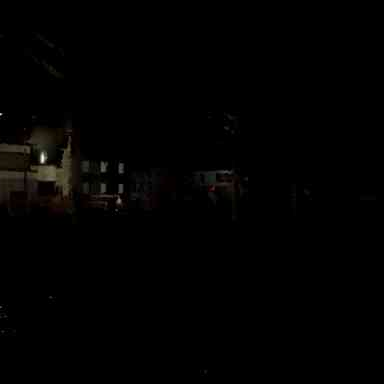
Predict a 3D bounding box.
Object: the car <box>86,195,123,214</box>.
[{"bbox_3d":[-9.775,1.355,34.706,2.150,2.045,5.566,0,0,36],"label":"car"}]
